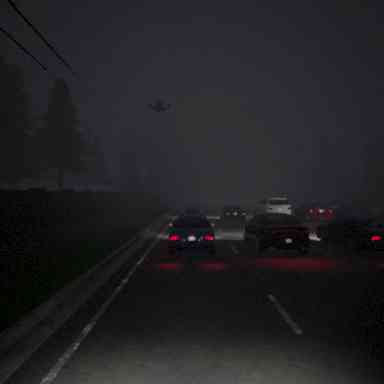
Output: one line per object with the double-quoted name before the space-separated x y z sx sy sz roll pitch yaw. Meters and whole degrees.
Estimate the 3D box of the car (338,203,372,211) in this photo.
"car" 13.988 1.753 29.480 1.882 1.535 5.008 0 0 0

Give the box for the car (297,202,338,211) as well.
"car" 10.484 1.621 29.090 2.097 1.767 4.553 0 -1 0

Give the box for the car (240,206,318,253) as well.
"car" 3.498 1.613 14.467 1.882 1.535 5.008 0 0 0

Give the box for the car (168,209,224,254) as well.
"car" -0.008 1.678 13.988 2.033 1.411 5.357 0 -1 0

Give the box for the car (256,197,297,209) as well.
"car" 6.982 1.487 29.030 2.150 2.045 5.566 0 0 0

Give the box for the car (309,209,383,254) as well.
"car" 6.992 1.678 13.993 2.033 1.411 5.357 0 -1 0

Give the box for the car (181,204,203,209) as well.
"car" -0.013 1.799 29.385 1.812 1.442 4.674 0 0 0

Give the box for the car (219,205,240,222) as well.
"car" 3.482 1.817 28.990 2.033 1.411 5.357 0 -1 0
